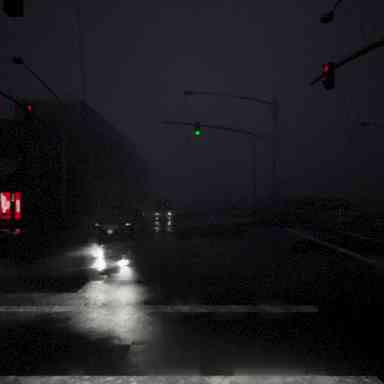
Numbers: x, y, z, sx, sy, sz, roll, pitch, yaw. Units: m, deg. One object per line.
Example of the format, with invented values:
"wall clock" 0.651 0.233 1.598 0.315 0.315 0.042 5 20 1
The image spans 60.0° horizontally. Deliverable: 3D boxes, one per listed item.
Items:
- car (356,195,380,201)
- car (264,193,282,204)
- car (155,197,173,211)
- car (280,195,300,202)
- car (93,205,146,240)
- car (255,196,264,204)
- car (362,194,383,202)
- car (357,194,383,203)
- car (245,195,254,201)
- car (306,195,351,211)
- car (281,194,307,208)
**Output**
"car" 39.969 1.354 75.617 4.514 1.523 2.007 0 0 0
"car" 14.198 1.092 54.132 3.866 1.878 1.905 0 0 0
"car" -3.473 1.417 41.576 1.837 1.490 4.892 0 0 0
"car" 21.354 1.399 72.637 3.806 1.475 1.970 0 0 0
"car" -3.498 1.421 16.643 2.128 1.511 4.902 -1 0 0
"car" 13.788 1.112 57.038 4.605 1.855 1.932 0 0 0
"car" 40.020 1.345 72.480 5.027 1.636 2.152 0 0 0
"car" 32.339 1.335 60.638 3.633 1.501 1.845 0 0 0
"car" 13.935 1.389 75.622 3.633 1.501 1.845 0 0 0
"car" 14.511 1.247 34.920 3.806 1.475 1.970 0 0 0
"car" 14.191 1.169 41.338 5.027 1.636 2.152 0 0 0
